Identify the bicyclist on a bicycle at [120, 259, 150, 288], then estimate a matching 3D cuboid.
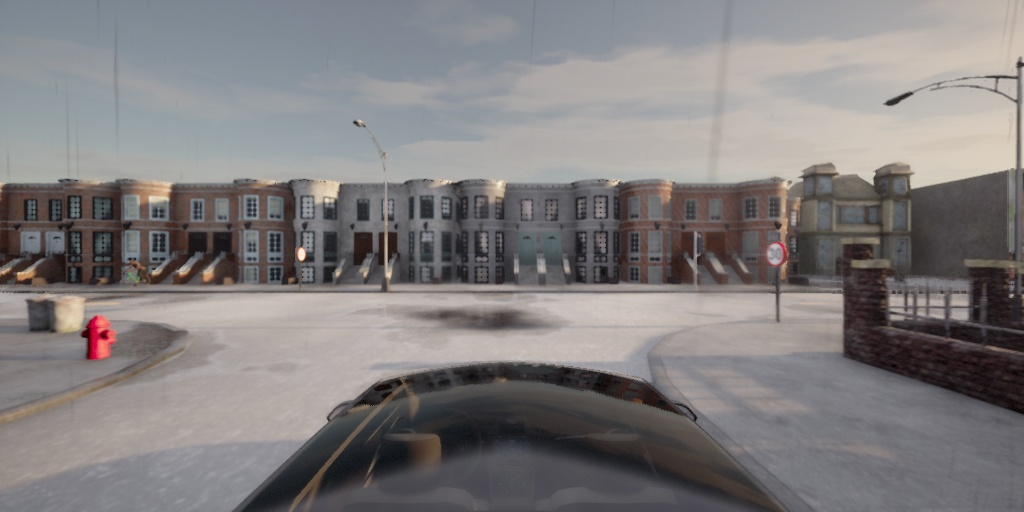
[{"bbox_3d":[-21.806,1.015,20.764,0.582,1.620,1.656,0,1,0],"label":"bicyclist on a bicycle"}]
